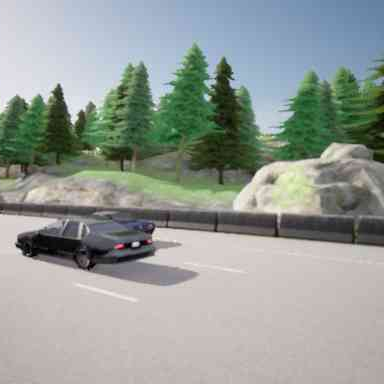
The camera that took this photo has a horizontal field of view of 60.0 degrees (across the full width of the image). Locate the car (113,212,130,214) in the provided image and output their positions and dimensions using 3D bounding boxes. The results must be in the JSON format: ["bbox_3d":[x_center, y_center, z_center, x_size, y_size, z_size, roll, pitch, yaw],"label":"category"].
[{"bbox_3d":[-4.051,1.563,15.484,4.718,1.301,1.895,0,0,36],"label":"car"}]

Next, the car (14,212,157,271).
[{"bbox_3d":[-3.640,1.519,10.889,5.357,1.411,2.033,0,0,36],"label":"car"}]
